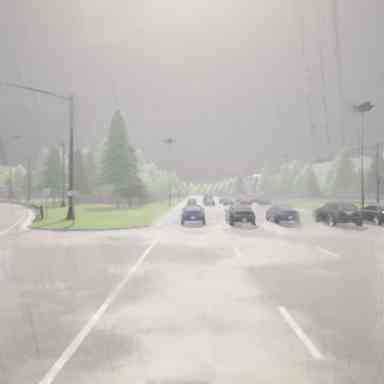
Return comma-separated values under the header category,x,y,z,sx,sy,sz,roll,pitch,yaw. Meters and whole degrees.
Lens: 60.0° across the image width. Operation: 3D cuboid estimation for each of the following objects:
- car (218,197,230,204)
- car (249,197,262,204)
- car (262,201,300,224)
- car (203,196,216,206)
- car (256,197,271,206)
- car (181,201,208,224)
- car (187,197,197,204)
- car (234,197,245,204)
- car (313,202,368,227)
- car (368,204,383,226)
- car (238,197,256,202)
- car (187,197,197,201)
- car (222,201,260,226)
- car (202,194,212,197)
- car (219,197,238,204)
category,x,y,z,sx,sy,sz,roll,pitch,yaw
car,6.986,1.838,73.560,2.128,1.511,4.902,0,0,0
car,13.986,1.813,73.561,1.837,1.490,4.892,0,0,0
car,7.096,1.697,26.242,1.812,1.442,4.674,0,0,0
car,3.488,1.984,64.388,1.994,1.385,4.181,0,0,0
car,13.988,1.898,64.391,1.882,1.535,5.008,0,0,0
car,0.096,1.698,26.271,1.812,1.442,4.674,0,0,0
car,-0.014,1.838,73.559,2.128,1.511,4.902,0,0,0
car,10.486,1.813,73.561,1.837,1.490,4.892,0,0,0
car,10.595,1.512,24.543,2.097,1.767,4.553,0,0,0
car,14.096,1.672,25.199,1.837,1.490,4.892,0,0,0
car,10.488,1.923,64.390,1.837,1.490,4.892,0,0,0
car,-0.012,1.915,64.388,2.128,1.511,4.902,0,0,0
car,3.595,1.672,25.203,1.837,1.490,4.892,0,0,0
car,3.486,1.538,73.591,2.150,2.045,5.566,0,0,0
car,6.988,1.914,64.389,2.128,1.511,4.902,0,0,0
